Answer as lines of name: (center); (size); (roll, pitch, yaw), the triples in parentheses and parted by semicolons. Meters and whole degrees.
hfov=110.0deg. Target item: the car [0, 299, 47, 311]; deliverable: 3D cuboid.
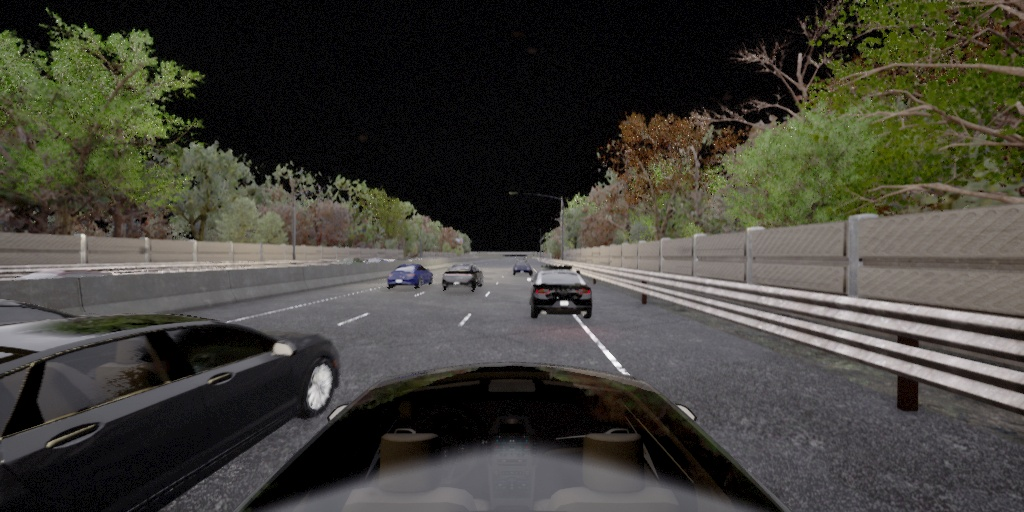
car: (-6.793, 1.220, 4.224); (1.882, 1.535, 5.008); (0, 0, 2)

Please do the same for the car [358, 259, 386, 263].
car: (-19.667, 1.142, 51.528); (1.882, 1.535, 5.008); (0, 0, 2)

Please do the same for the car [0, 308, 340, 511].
car: (-3.326, 1.250, 2.997); (1.837, 1.490, 4.892); (0, 0, 2)

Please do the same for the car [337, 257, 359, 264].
car: (-23.175, 1.015, 51.259); (2.097, 1.767, 4.553); (0, 0, 2)

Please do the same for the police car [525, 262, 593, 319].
police car: (1.574, 1.154, 12.899); (1.930, 1.638, 5.238); (0, 0, 2)

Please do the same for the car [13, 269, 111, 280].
car: (-17.227, 1.249, 13.531); (1.812, 1.442, 4.674); (0, 0, 1)

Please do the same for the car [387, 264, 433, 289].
car: (-6.286, 1.237, 22.430); (1.812, 1.442, 4.674); (0, 0, 2)

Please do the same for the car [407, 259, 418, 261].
car: (-16.004, 1.138, 57.111); (1.882, 1.535, 5.008); (0, 0, 2)

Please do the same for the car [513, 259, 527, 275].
car: (1.099, 1.288, 37.935); (1.895, 1.301, 4.718); (0, 0, 2)

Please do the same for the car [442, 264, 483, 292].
car: (-2.823, 1.205, 21.174); (2.128, 1.511, 4.902); (0, 0, 2)
